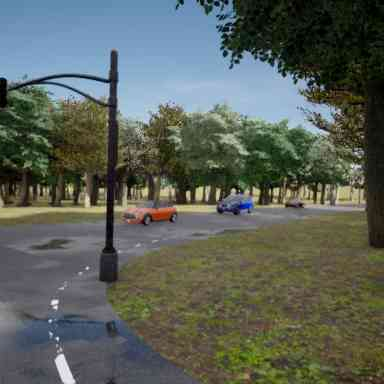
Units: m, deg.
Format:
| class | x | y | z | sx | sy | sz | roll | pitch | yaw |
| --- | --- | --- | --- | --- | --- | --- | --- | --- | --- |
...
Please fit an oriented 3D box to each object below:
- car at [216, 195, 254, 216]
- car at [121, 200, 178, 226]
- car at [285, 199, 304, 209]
| class | x | y | z | sx | sy | sz | roll | pitch | yaw |
| --- | --- | --- | --- | --- | --- | --- | --- | --- | --- |
| car | 4.793 | 1.375 | 35.983 | 2.150 | 2.045 | 5.566 | 3 | 1 | 35 |
| car | -3.075 | 1.417 | 24.661 | 2.097 | 1.767 | 4.553 | 3 | 1 | 35 |
| car | 16.132 | 1.880 | 52.212 | 1.882 | 1.535 | 5.008 | 3 | 0 | 35 |
